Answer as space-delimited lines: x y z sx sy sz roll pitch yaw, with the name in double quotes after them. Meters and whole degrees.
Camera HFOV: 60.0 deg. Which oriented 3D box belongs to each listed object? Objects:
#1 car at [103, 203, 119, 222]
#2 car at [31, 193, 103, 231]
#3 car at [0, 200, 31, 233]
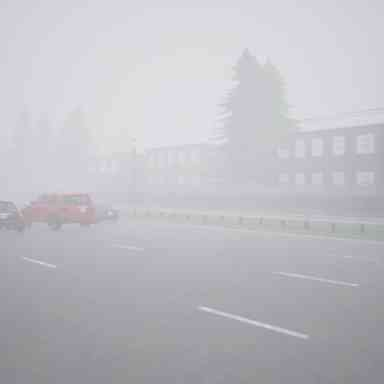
-7.041 1.389 23.417 4.181 1.385 1.994 0 0 39 "car"
-8.013 1.068 19.713 5.566 2.045 2.150 0 0 39 "car"
-10.686 1.207 17.368 4.553 1.767 2.097 0 0 39 "car"
